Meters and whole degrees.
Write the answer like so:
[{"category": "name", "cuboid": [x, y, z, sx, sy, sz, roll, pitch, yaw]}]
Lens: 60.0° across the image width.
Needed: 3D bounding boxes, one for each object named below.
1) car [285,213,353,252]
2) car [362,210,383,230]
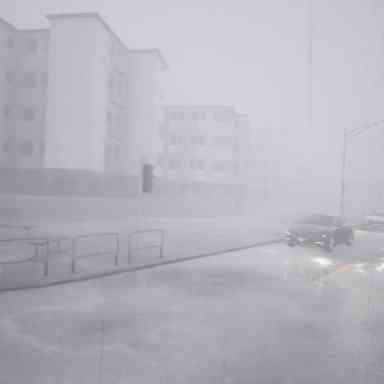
[{"category": "car", "cuboid": [6.038, 1.773, 15.456, 1.837, 1.490, 4.892, 2, 0, 40]}, {"category": "car", "cuboid": [14.454, 2.157, 25.448, 1.812, 1.442, 4.674, 2, 0, 40]}]
